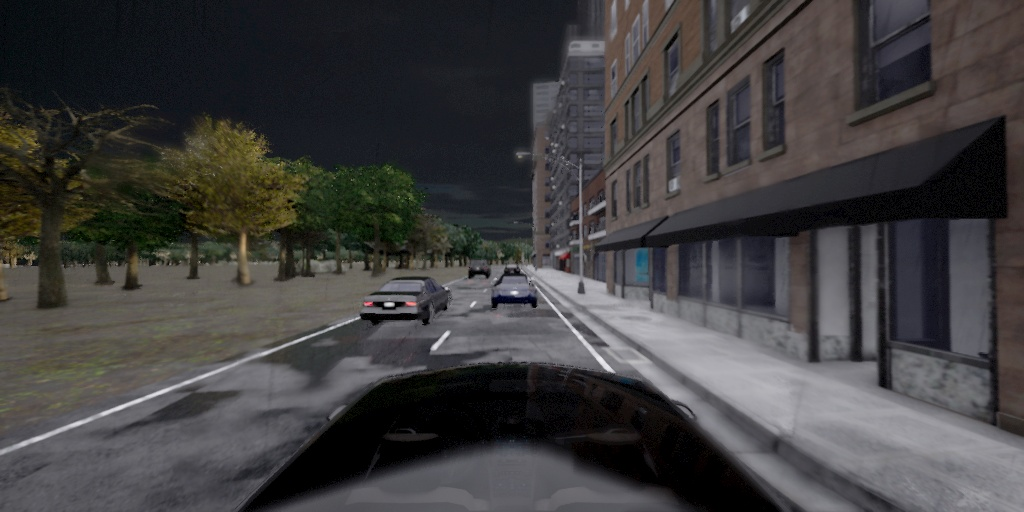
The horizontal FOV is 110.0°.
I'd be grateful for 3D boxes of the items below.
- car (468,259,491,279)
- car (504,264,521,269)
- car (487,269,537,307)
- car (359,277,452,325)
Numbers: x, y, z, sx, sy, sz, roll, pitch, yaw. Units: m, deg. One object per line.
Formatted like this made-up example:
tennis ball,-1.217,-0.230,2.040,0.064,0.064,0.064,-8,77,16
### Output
car,-3.492,1.367,39.088,2.150,2.045,5.566,0,0,0
car,0.035,1.641,42.120,1.882,1.535,5.008,0,0,0
car,0.102,1.492,16.596,1.994,1.385,4.181,0,-1,0
car,-3.399,1.426,12.442,2.033,1.411,5.357,0,-1,0
